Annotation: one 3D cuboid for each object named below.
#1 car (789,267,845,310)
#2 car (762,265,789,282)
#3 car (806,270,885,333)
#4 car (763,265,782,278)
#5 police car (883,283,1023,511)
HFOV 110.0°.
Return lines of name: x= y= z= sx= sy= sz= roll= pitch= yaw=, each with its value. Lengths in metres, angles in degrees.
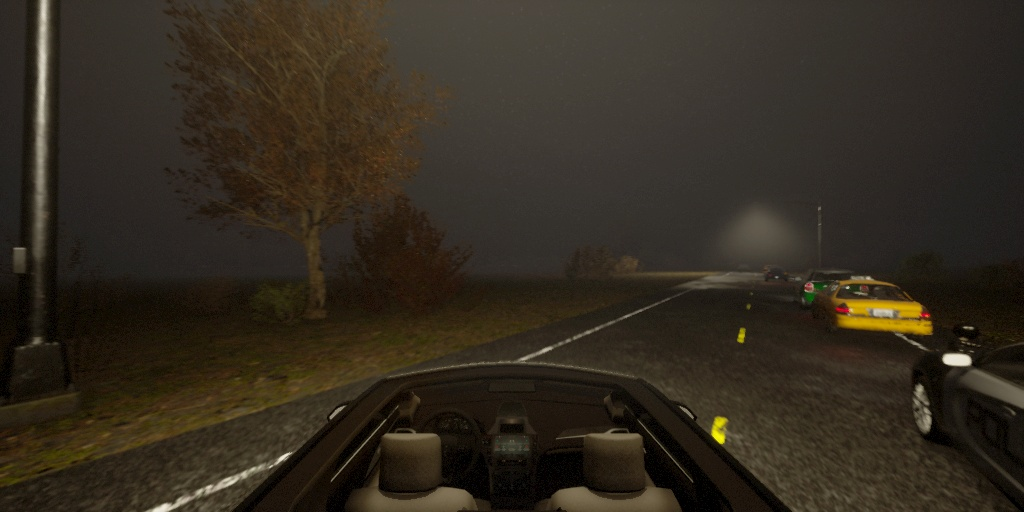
car: x=13.472 y=1.317 z=15.326 sx=2.097 sy=1.767 sz=4.553 roll=0 pitch=-1 yaw=35
car: x=26.003 y=1.780 z=35.321 sx=1.812 sy=1.442 sz=4.674 roll=0 pitch=-1 yaw=35
car: x=10.196 y=1.352 z=10.563 sx=1.801 sy=1.575 sz=5.366 roll=0 pitch=-1 yaw=35
car: x=32.458 y=1.870 z=44.772 sx=1.882 sy=1.535 sz=5.008 roll=0 pitch=-1 yaw=35
police car: x=4.482 y=1.199 z=2.258 sx=1.930 sy=1.638 sz=5.238 roll=0 pitch=-1 yaw=35
